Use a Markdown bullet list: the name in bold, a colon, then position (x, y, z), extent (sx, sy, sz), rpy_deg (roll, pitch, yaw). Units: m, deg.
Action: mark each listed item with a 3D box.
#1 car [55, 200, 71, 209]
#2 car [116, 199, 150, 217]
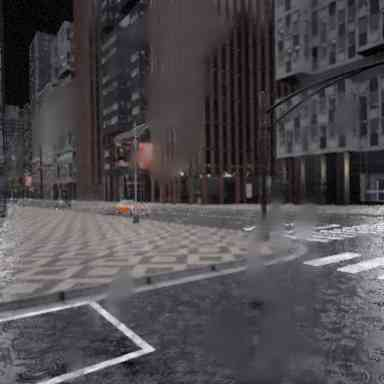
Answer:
- **car**: position (-22.199, 2.107, 57.016), extent (1.812, 1.442, 4.674), rpy_deg (-1, 0, -35)
- **car**: position (-6.149, 1.558, 34.418), extent (2.097, 1.767, 4.553), rpy_deg (-1, 0, -35)
